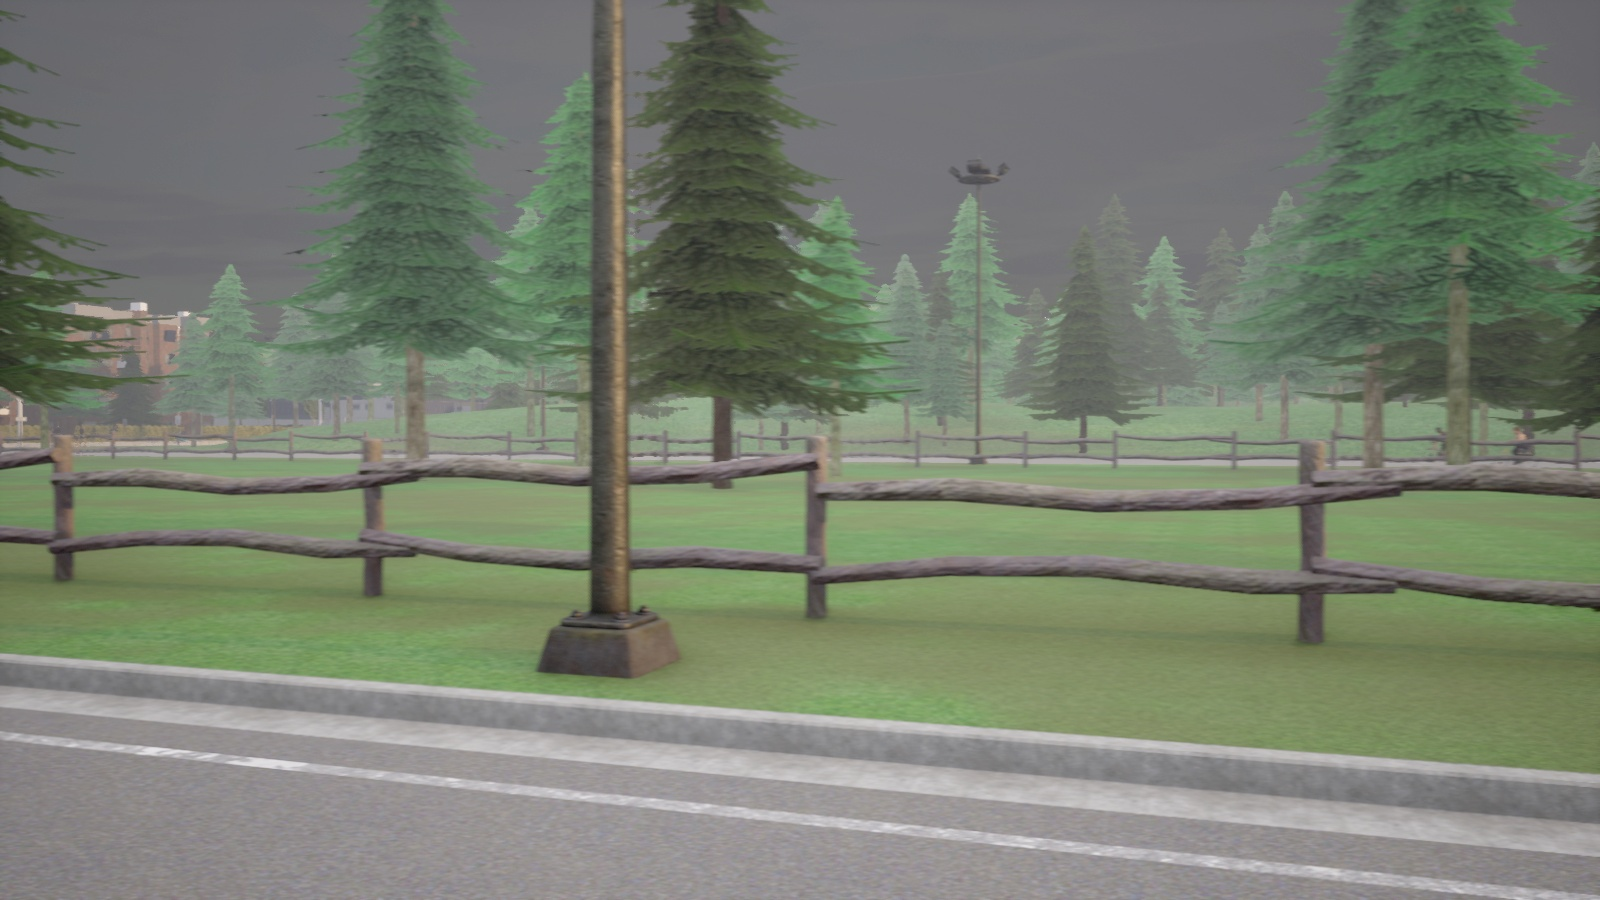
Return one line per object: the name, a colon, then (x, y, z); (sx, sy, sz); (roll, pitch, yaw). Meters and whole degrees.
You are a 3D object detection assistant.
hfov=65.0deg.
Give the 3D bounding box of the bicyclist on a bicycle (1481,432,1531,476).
bicyclist on a bicycle: (26.672, 0.135, 47.459); (1.509, 1.612, 0.866); (1, 1, 19)
